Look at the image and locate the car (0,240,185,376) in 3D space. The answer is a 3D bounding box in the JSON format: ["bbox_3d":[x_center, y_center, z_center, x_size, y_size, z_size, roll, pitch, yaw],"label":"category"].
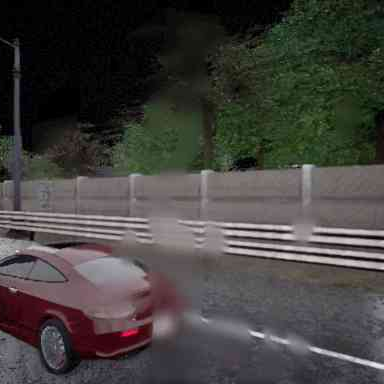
[{"bbox_3d":[-2.254,1.563,5.600,4.674,1.442,1.812,-1,0,35],"label":"car"}]
